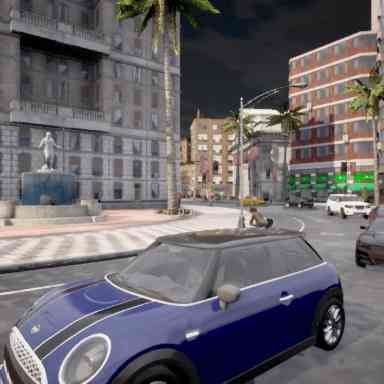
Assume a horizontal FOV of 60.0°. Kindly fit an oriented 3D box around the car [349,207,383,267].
[{"bbox_3d":[6.733,1.477,10.839,1.882,1.535,5.008,0,0,37],"label":"car"}]

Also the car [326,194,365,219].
[{"bbox_3d":[13.901,1.219,29.870,2.150,2.045,5.566,0,0,4],"label":"car"}]

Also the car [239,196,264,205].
[{"bbox_3d":[10.143,1.474,57.136,1.882,1.535,5.008,0,0,-35],"label":"car"}]

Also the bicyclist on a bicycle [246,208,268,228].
[{"bbox_3d":[2.566,1.453,13.026,0.582,1.620,1.656,0,-2,-26],"label":"bicyclist on a bicycle"}]

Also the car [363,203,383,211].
[{"bbox_3d":[11.643,1.524,19.631,1.812,1.442,4.674,0,0,19],"label":"car"}]

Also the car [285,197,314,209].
[{"bbox_3d":[15.034,1.502,46.687,1.837,1.490,4.892,0,0,-17],"label":"car"}]

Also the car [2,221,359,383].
[{"bbox_3d":[0.095,1.352,4.462,4.553,1.767,2.097,0,0,-39],"label":"car"}]

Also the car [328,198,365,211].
[{"bbox_3d":[19.747,1.522,42.722,1.812,1.442,4.674,0,0,-12],"label":"car"}]
